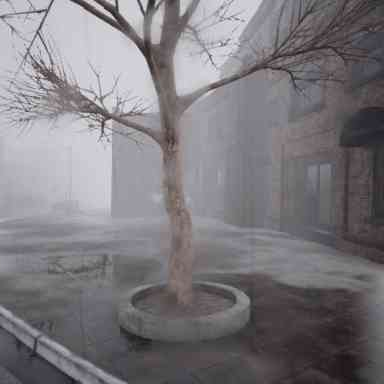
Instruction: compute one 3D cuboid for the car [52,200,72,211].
[{"bbox_3d":[-16.860,1.733,44.367,1.812,1.442,4.674,1,0,8],"label":"car"}]
